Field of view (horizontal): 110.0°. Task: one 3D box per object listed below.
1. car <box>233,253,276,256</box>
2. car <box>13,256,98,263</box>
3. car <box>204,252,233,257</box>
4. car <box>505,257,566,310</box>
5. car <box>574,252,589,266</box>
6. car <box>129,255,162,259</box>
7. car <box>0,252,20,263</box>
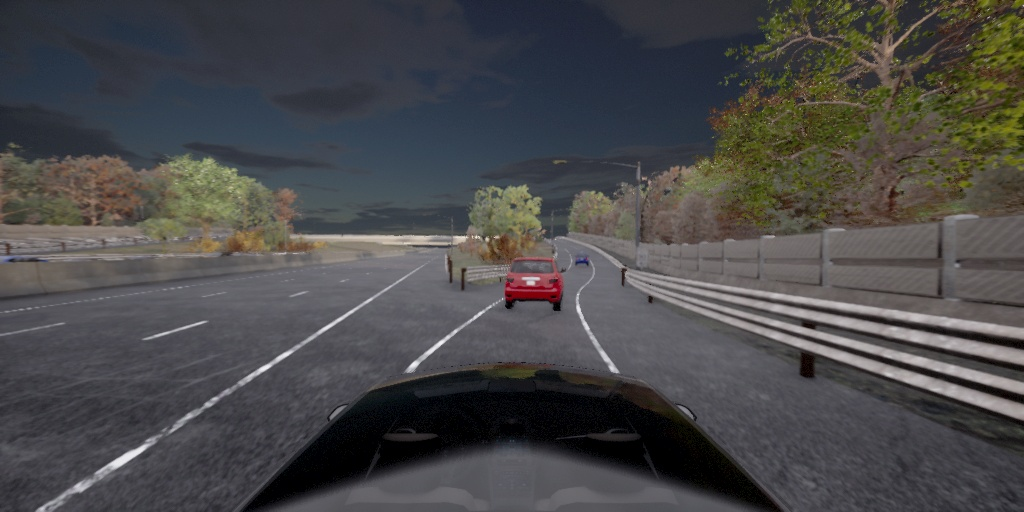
[{"bbox_3d":[-30.340,0.511,42.437,1.994,1.385,4.181,0,1,-10],"label":"car"},{"bbox_3d":[-26.676,0.834,21.936,1.994,1.385,4.181,0,1,-10],"label":"car"},{"bbox_3d":[-33.622,0.304,40.897,2.097,1.767,4.553,0,1,-10],"label":"car"},{"bbox_3d":[1.105,1.064,15.488,2.150,2.045,5.566,0,0,9],"label":"car"},{"bbox_3d":[11.210,0.483,57.622,2.150,2.045,5.566,1,3,10],"label":"car"},{"bbox_3d":[-36.200,0.585,35.339,1.994,1.385,4.181,0,1,-10],"label":"car"},{"bbox_3d":[-30.099,0.741,21.198,1.882,1.535,5.008,0,1,-10],"label":"car"}]
